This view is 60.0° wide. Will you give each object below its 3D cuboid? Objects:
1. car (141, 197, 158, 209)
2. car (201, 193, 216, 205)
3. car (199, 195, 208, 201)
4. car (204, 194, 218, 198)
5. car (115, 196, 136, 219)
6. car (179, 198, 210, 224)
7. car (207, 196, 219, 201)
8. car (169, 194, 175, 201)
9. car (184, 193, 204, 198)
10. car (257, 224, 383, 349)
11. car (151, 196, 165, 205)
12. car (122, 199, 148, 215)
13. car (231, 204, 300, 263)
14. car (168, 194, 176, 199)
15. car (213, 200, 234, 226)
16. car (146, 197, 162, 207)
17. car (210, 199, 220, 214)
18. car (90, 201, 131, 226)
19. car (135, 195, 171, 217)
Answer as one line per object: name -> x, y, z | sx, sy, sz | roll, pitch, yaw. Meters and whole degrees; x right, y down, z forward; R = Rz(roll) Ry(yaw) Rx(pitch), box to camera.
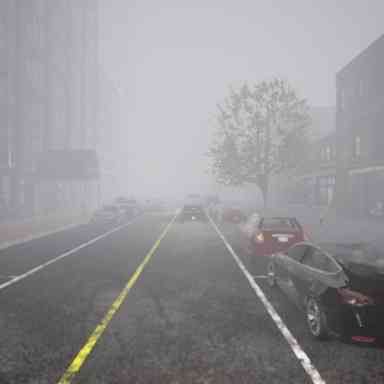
car -> -5.683, 1.437, 44.910 | 1.752, 1.417, 4.829 | 1, 0, 0
car -> 2.700, 1.198, 56.176 | 2.192, 1.841, 5.009 | 1, 0, 0
car -> 2.694, 1.383, 78.360 | 1.947, 1.339, 4.313 | 1, 0, 0
car -> 2.700, 1.226, 45.083 | 2.192, 1.841, 5.009 | 1, 0, 0
car -> -5.678, 1.265, 28.443 | 2.192, 1.841, 5.009 | 1, 0, 0
car -> 0.097, 1.464, 24.662 | 1.837, 1.490, 4.892 | 0, 1, 0
car -> 2.699, 1.462, 34.161 | 1.752, 1.417, 4.829 | 1, 0, 0
car -> -5.686, 1.383, 78.356 | 1.947, 1.339, 4.313 | 1, 0, 0
car -> 0.095, 1.139, 43.095 | 2.150, 2.045, 5.566 | 0, 0, 0
car -> 2.700, 1.556, 6.260 | 1.947, 1.339, 4.313 | 1, 0, 0
car -> -5.684, 1.409, 56.003 | 1.752, 1.417, 4.829 | 1, 0, 0
car -> -5.682, 1.463, 33.818 | 1.752, 1.417, 4.829 | 1, 0, 0
car -> 2.701, 1.421, 11.806 | 1.967, 1.590, 4.097 | 1, 0, 0
car -> -5.687, 1.327, 94.994 | 1.947, 1.339, 4.313 | 1, 0, 0
car -> 2.699, 1.505, 22.900 | 1.887, 1.381, 4.507 | 1, 0, 0
car -> -5.684, 1.463, 50.628 | 1.947, 1.339, 4.313 | 1, 0, 0
car -> 2.698, 1.531, 28.445 | 1.802, 1.307, 4.206 | 1, 0, 0
car -> -5.682, 1.543, 22.897 | 1.802, 1.307, 4.206 | 1, 0, 0
car -> -3.003, 1.163, 26.612 | 1.895, 1.301, 4.718 | 0, 0, 0
